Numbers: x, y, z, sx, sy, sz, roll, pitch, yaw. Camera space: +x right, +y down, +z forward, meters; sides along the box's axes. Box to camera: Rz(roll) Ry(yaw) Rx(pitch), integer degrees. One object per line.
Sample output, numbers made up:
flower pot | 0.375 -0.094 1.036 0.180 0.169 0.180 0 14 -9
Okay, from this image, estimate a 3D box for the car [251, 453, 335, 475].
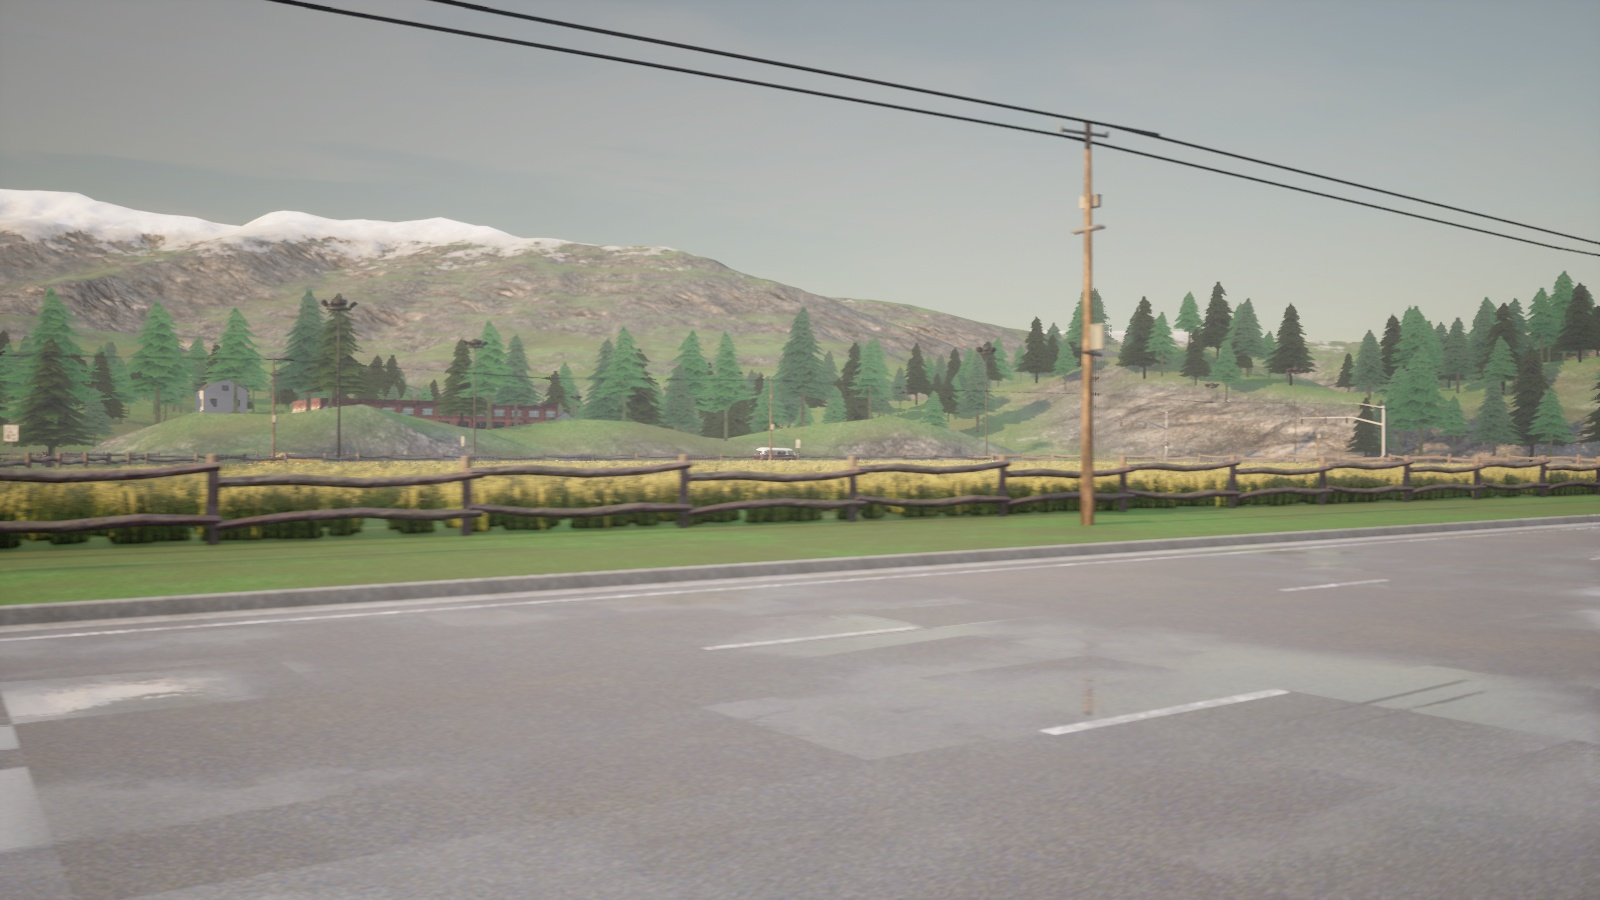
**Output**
car | -36.815 0.986 91.249 5.366 1.575 1.801 0 0 -35
